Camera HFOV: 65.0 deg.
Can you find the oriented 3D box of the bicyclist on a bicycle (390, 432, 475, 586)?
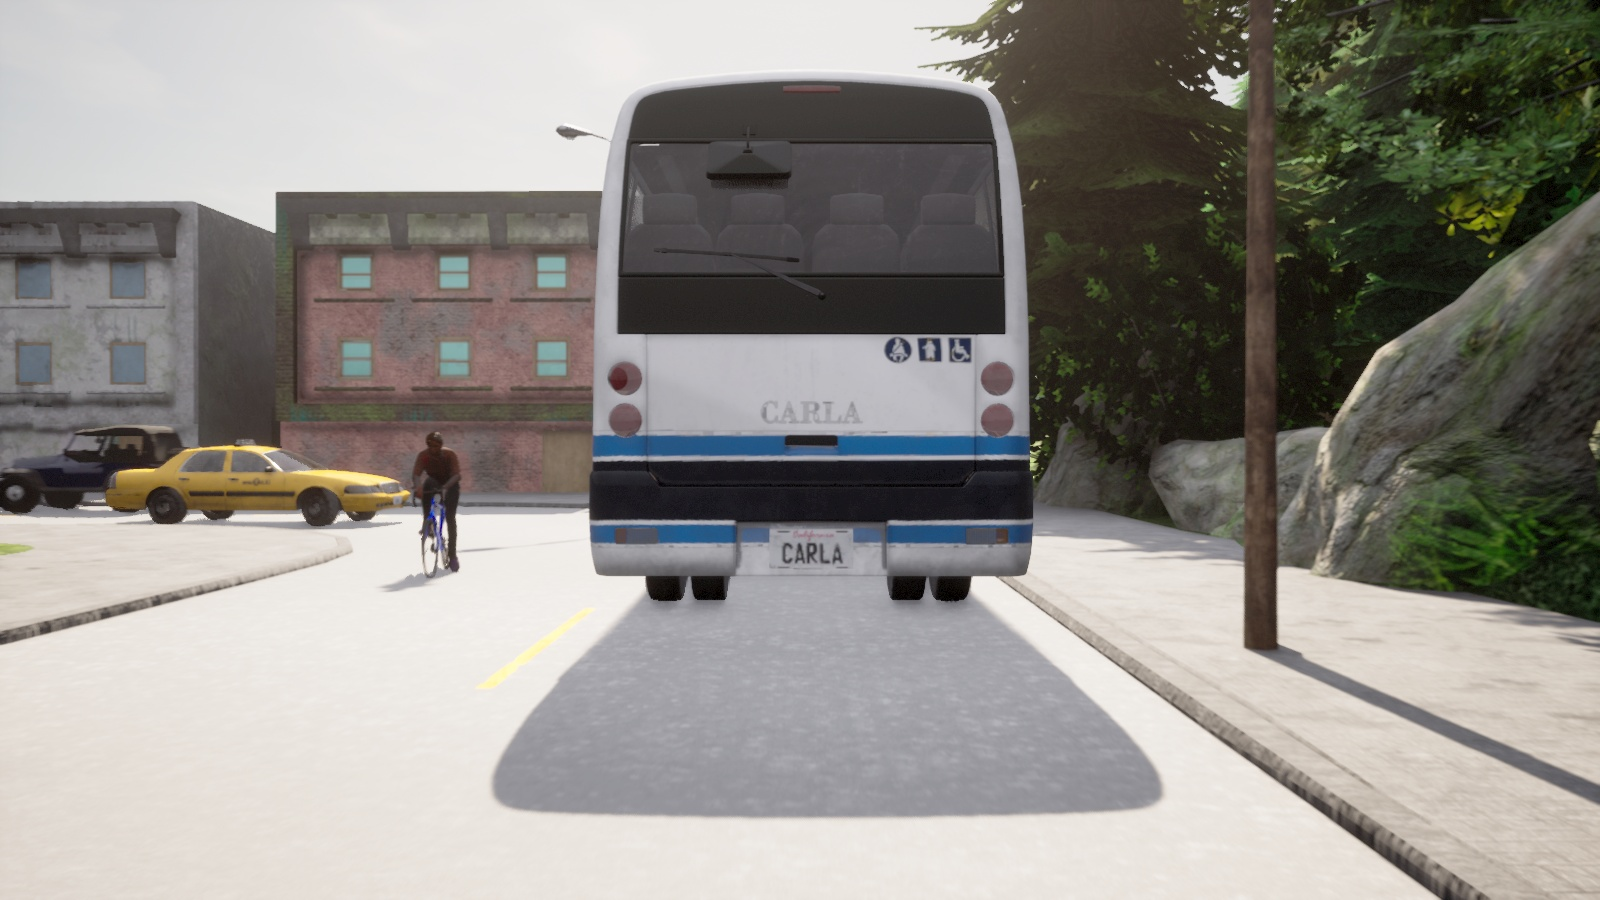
[{"bbox_3d":[-4.112,0.616,14.153,0.582,1.620,1.656,-1,1,-5],"label":"bicyclist on a bicycle"}]

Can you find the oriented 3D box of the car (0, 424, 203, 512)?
[{"bbox_3d":[-15.505,0.374,27.588,3.866,1.878,1.905,0,0,1],"label":"car"}]

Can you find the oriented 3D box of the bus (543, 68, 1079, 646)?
[{"bbox_3d":[0.064,-0.711,14.397,3.944,4.253,10.273,0,0,0],"label":"bus"}]

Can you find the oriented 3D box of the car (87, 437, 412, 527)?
[{"bbox_3d":[-10.134,0.547,23.271,5.366,1.575,1.801,0,1,8],"label":"car"}]
